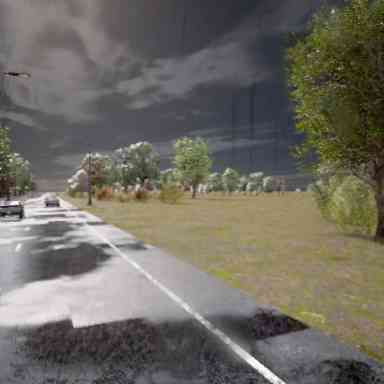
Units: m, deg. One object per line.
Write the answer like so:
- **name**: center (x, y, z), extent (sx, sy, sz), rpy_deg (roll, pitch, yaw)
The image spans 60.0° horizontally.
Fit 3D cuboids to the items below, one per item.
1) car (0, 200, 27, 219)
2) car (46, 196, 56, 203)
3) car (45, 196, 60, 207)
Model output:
- **car**: center (-15.335, 1.458, 28.428), extent (2.128, 1.511, 4.902), rpy_deg (0, 0, -24)
- **car**: center (-28.712, 1.483, 67.562), extent (1.895, 1.301, 4.718), rpy_deg (0, 0, -24)
- **car**: center (-21.330, 1.476, 50.903), extent (1.994, 1.385, 4.181), rpy_deg (0, 0, -24)
